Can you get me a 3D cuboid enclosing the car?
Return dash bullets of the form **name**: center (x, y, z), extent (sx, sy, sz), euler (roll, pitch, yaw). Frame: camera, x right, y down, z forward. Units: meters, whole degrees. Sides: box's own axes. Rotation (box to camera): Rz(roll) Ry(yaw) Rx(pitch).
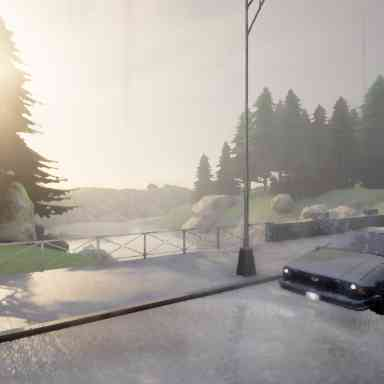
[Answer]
- **car**: center (4.409, 1.547, 7.725), extent (5.357, 1.411, 2.033), euler (0, 0, -35)
